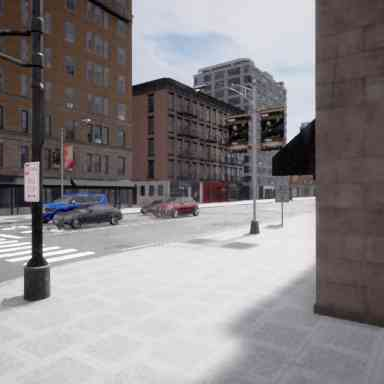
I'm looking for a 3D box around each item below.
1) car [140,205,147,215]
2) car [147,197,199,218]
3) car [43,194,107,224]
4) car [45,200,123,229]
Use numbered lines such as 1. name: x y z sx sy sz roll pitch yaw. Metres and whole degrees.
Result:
1. car: -2.938 1.429 32.058 1.812 1.442 4.674 0 0 35
2. car: -1.328 1.256 28.697 2.097 1.767 4.553 0 0 35
3. car: -8.543 1.166 24.106 2.150 2.045 5.566 0 0 35
4. car: -6.542 1.468 21.301 1.812 1.442 4.674 0 0 37
